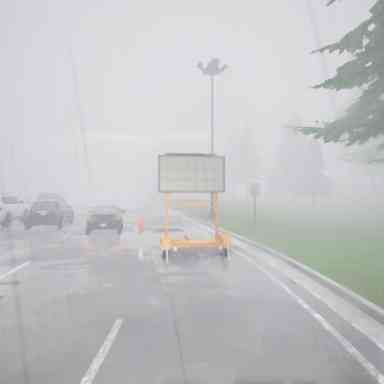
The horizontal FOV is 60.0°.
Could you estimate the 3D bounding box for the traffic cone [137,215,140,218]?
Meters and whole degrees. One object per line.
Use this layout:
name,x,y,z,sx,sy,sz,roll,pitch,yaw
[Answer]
traffic cone,-3.177,1.882,20.492,0.340,0.580,0.340,0,0,-11

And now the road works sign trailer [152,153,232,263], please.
road works sign trailer,-0.039,0.421,11.921,2.380,3.560,2.880,0,0,-11

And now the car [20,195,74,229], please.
car,-8.859,1.275,21.046,2.097,1.767,4.553,0,0,-10

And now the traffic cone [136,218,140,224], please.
traffic cone,-2.805,1.889,18.527,0.340,0.580,0.340,0,0,-11

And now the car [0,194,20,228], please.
car,-12.459,1.146,21.566,2.150,2.045,5.566,0,0,-11

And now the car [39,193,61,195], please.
car,-15.201,1.093,36.066,2.150,2.045,5.566,0,0,-11

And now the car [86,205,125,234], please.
car,-4.791,1.459,18.625,1.812,1.442,4.674,0,0,-10
